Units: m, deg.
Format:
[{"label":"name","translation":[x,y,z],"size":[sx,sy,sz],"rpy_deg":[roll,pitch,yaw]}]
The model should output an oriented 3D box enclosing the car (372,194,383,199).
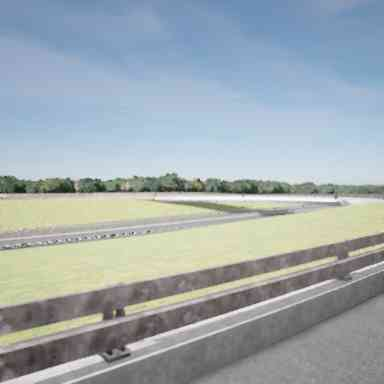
[{"label":"car","translation":[42.772,1.158,76.125],"size":[1.837,1.490,4.892],"rpy_deg":[-1,0,4]}]
